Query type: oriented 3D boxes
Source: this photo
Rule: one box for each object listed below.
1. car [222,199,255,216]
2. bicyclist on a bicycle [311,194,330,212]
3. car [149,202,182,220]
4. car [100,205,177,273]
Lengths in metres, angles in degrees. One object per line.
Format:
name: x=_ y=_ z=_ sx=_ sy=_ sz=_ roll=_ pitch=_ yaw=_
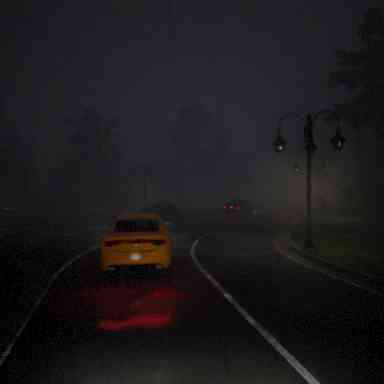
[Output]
car: x=4.239 y=1.319 z=30.053 sx=2.033 sy=1.411 sz=5.357 roll=0 pitch=0 yaw=23
bicyclist on a bicycle: x=11.596 y=1.042 z=30.052 sx=1.656 sy=1.620 sz=0.582 roll=0 pitch=0 yaw=23
car: x=-2.313 y=1.407 z=23.921 sx=1.994 sy=1.385 sz=4.181 roll=0 pitch=0 yaw=23
car: x=-1.667 y=1.410 z=10.597 sx=1.882 sy=1.535 sz=5.008 roll=-1 pitch=1 yaw=-6
